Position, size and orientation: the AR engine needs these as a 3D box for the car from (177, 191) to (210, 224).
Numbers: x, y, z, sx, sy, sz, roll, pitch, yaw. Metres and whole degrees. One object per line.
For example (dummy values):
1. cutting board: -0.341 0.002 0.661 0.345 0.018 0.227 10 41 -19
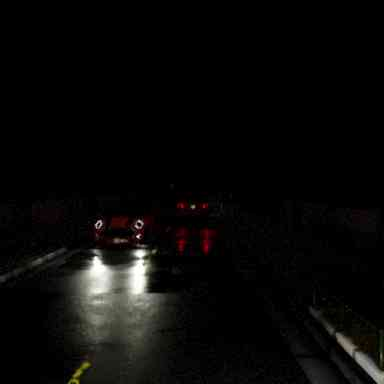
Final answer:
1. car: 0.086 1.037 23.548 2.150 2.045 5.566 0 0 0

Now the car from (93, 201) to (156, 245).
1. car: -2.836 1.248 14.811 2.097 1.767 4.553 0 0 0

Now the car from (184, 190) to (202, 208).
1. car: 0.101 0.851 41.383 2.150 2.045 5.566 0 1 0
